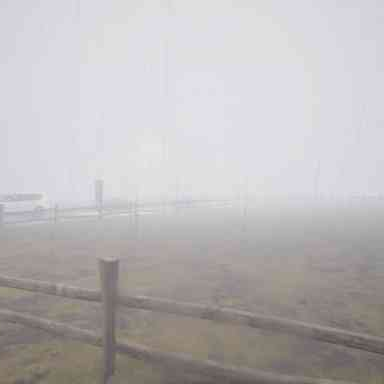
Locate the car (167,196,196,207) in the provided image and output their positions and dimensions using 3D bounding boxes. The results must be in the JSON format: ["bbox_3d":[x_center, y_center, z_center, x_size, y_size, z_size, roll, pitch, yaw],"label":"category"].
[{"bbox_3d":[-1.264,1.143,42.587,1.994,1.385,4.181,1,1,36],"label":"car"}]

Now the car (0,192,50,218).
[{"bbox_3d":[-13.692,1.051,25.342,2.150,2.045,5.566,1,1,35],"label":"car"}]

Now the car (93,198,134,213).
[{"bbox_3d":[-7.845,1.275,33.490,1.994,1.385,4.181,1,1,36],"label":"car"}]
